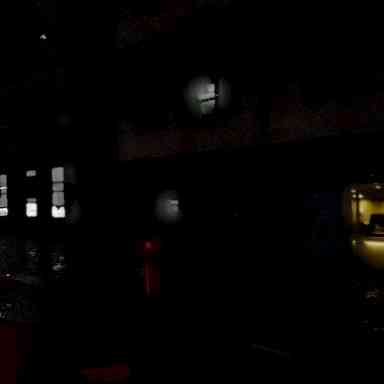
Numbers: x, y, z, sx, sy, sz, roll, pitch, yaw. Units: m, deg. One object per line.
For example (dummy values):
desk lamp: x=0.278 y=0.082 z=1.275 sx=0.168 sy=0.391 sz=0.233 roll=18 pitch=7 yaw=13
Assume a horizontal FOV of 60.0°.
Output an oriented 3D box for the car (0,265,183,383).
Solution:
car: x=-1.866 y=1.621 z=4.223 sx=4.206 sy=1.307 sz=1.802 roll=-1 pitch=-1 yaw=36

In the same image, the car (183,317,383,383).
car: x=2.645 y=1.299 z=1.011 sx=5.009 sy=1.841 sz=2.192 roll=-1 pitch=-1 yaw=36
